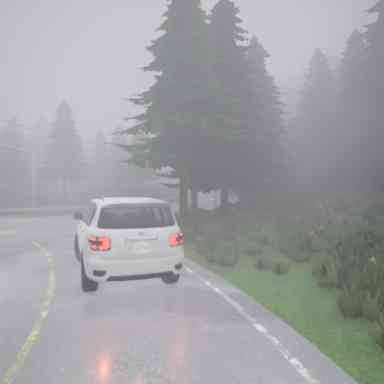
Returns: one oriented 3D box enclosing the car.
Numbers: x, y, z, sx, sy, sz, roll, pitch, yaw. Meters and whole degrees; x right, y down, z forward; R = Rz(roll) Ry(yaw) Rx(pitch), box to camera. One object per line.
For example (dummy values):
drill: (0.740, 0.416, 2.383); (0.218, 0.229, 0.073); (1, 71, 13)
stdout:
car: (-1.934, 1.135, 9.076); (2.150, 2.045, 5.566); (0, 1, -21)
